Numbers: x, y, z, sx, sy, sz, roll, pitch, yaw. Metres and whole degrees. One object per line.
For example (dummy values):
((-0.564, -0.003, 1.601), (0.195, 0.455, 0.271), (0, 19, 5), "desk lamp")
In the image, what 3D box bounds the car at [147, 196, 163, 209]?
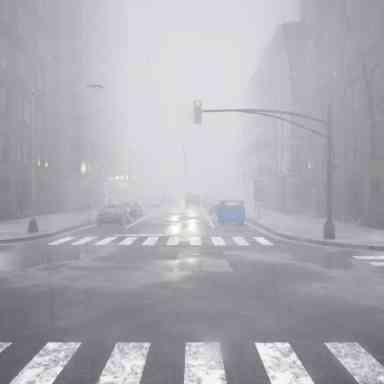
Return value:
((-5.380, 1.519, 45.724), (1.752, 1.417, 4.829), (0, 0, 0), "car")

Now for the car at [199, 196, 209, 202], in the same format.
((2.650, 1.524, 74.305), (2.008, 1.369, 4.403), (0, 0, 0), "car")

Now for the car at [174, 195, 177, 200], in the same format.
((-5.374, 1.409, 79.985), (1.967, 1.590, 4.097), (0, 0, 0), "car")

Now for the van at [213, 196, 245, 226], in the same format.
((2.641, 1.340, 23.174), (1.690, 1.788, 3.998), (0, 0, 0), "van")

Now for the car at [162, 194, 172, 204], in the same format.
((-5.377, 1.547, 62.939), (1.947, 1.339, 4.313), (0, 0, 0), "car")

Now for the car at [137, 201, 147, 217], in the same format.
((-5.383, 1.543, 28.848), (1.887, 1.381, 4.507), (0, 0, 0), "car")

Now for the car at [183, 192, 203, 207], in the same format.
((0.108, 1.212, 50.292), (2.150, 2.045, 5.566), (0, 0, 0), "car")

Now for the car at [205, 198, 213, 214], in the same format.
((2.643, 1.580, 34.536), (1.802, 1.307, 4.206), (0, 0, 0), "car")

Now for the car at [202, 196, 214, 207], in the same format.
((2.645, 1.576, 45.899), (1.802, 1.307, 4.206), (0, 0, 0), "car")

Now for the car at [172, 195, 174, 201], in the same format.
((-5.376, 1.292, 68.621), (2.192, 1.841, 5.009), (0, 0, 0), "car")

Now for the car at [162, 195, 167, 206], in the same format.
((-5.379, 1.556, 51.576), (1.947, 1.339, 4.313), (0, 0, 0), "car")

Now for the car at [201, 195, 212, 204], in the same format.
((2.648, 1.422, 62.943), (1.967, 1.590, 4.097), (0, 0, 0), "car")

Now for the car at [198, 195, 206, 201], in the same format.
((2.652, 1.531, 85.668), (1.947, 1.339, 4.313), (0, 0, 0), "car")

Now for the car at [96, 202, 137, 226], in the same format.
((-5.384, 1.549, 23.166), (2.008, 1.369, 4.403), (0, 0, 0), "car")
